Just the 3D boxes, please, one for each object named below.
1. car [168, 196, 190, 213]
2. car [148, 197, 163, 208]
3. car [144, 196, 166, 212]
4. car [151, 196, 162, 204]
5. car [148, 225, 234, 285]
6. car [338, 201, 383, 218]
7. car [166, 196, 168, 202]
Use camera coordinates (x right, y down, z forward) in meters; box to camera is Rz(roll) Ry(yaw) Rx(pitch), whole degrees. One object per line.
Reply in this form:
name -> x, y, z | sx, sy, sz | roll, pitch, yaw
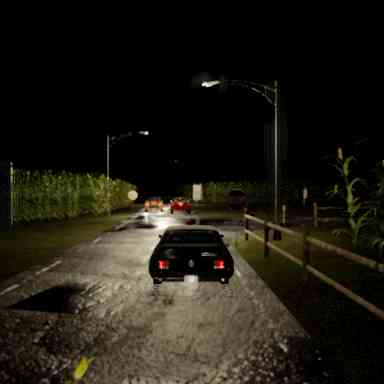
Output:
car -> -1.328, 1.329, 36.670 | 2.097, 1.767, 4.553 | 0, 0, -4
car -> -5.386, 1.472, 49.895 | 2.128, 1.511, 4.902 | 0, 0, -5
car -> -4.407, 1.327, 38.866 | 2.097, 1.767, 4.553 | 0, 0, -5
car -> -7.036, 1.532, 65.422 | 2.033, 1.411, 5.357 | 0, 0, -7
car -> -0.019, 1.590, 9.405 | 1.895, 1.301, 4.718 | 0, 0, 0
car -> 13.790, 1.326, 25.330 | 4.718, 1.301, 1.895 | -1, 0, 2
car -> -5.095, 1.545, 71.643 | 1.994, 1.385, 4.181 | 0, 0, -8
